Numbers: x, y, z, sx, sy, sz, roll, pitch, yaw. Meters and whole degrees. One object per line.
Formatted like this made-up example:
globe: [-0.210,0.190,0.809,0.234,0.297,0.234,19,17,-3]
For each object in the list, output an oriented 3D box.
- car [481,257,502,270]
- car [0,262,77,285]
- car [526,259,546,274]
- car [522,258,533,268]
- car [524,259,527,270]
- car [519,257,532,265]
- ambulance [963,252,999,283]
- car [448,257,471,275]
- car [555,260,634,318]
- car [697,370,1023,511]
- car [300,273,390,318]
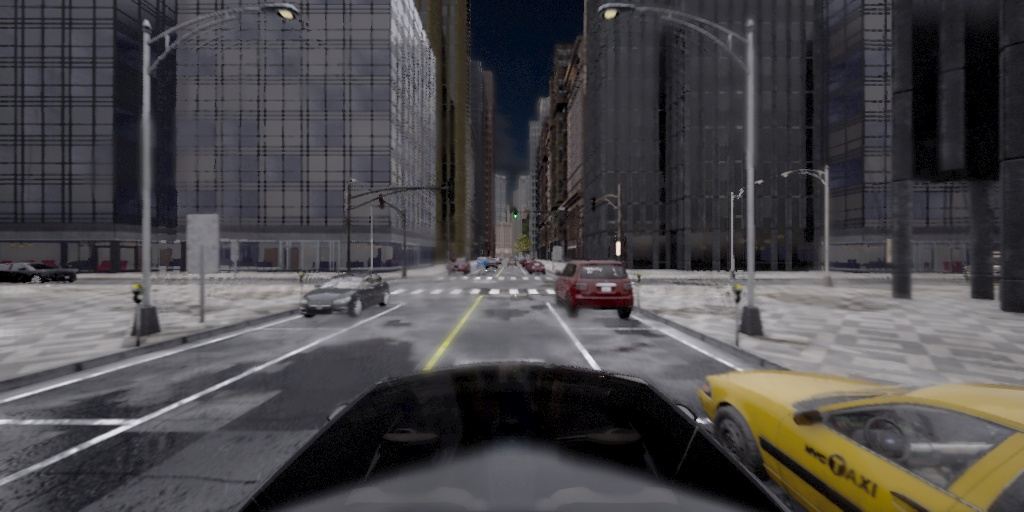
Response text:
car: [-3.034,1.308,54.736,2.033,1.411,5.357,0,0,1]
car: [-32.845,1.189,24.439,5.008,1.535,1.882,0,0,0]
car: [2.772,1.336,39.765,1.802,1.307,4.207,0,0,0]
car: [2.775,1.304,51.001,1.888,1.381,4.507,0,0,0]
car: [2.774,1.338,45.383,1.802,1.307,4.207,0,0,0]
car: [2.778,1.079,62.238,2.192,1.841,5.009,0,0,0]
ambulance: [39.559,0.857,28.153,6.366,2.431,2.351,0,0,0]
car: [-5.753,1.069,39.747,2.192,1.841,5.009,0,0,0]
car: [2.766,1.064,12.911,2.192,1.841,5.009,0,0,0]
car: [2.763,1.275,1.808,1.751,1.417,4.829,0,0,0]
car: [-5.759,1.300,12.894,2.007,1.370,4.403,0,0,0]
